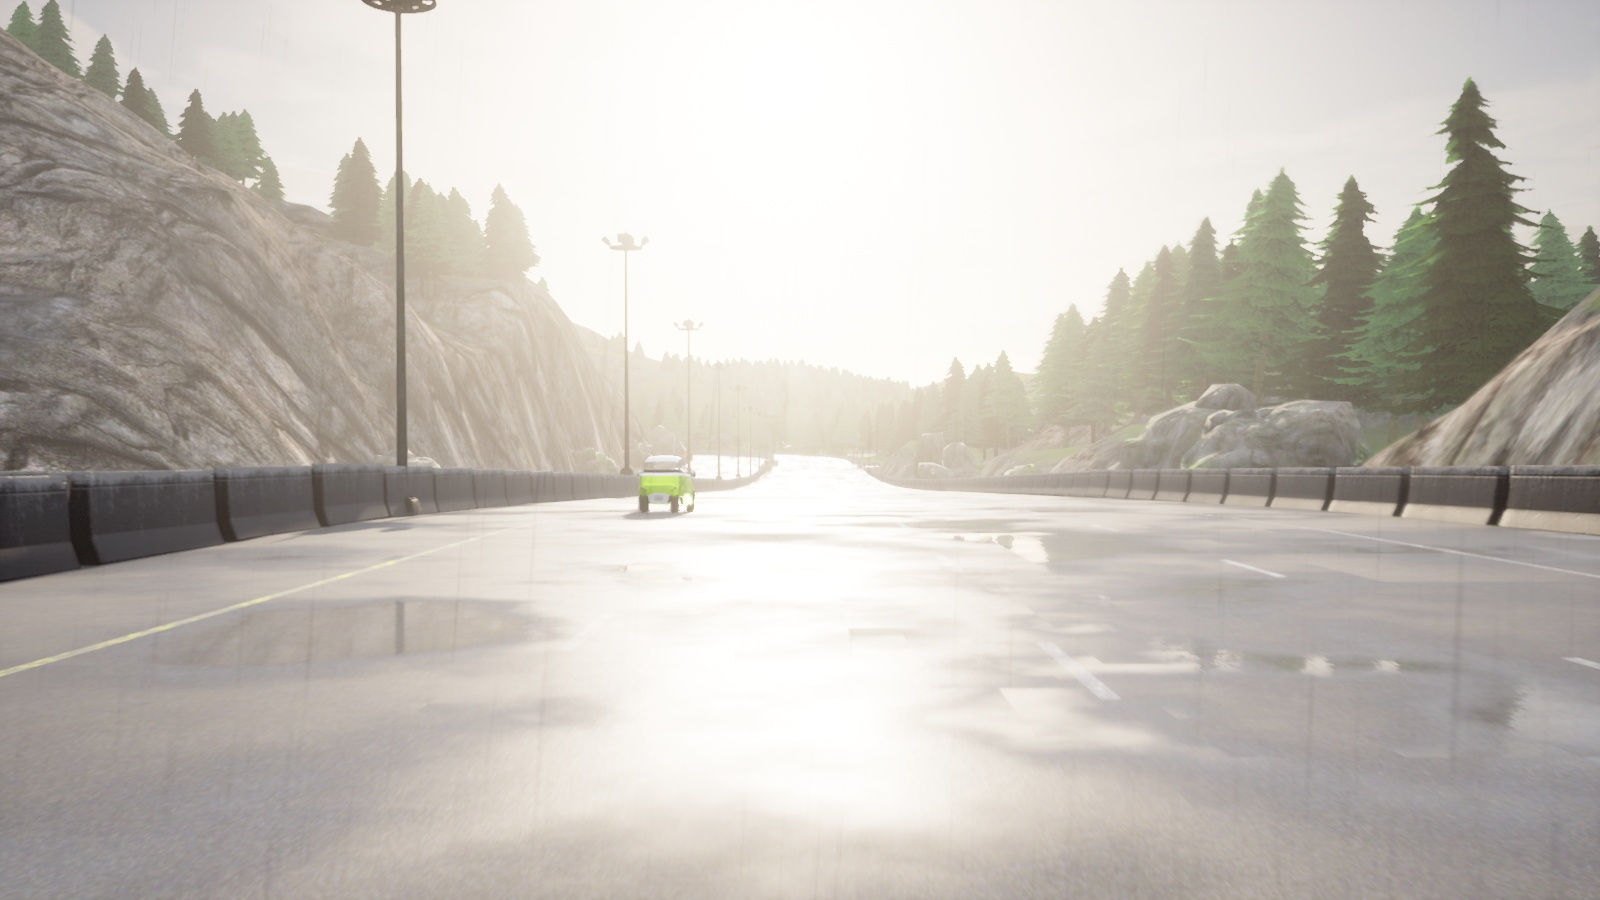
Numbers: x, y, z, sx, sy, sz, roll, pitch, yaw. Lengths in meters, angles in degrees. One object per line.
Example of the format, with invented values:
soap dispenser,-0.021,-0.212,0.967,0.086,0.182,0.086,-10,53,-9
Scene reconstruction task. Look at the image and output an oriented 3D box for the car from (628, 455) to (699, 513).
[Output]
car,-3.313,0.819,30.664,1.481,1.376,2.207,0,-1,0
